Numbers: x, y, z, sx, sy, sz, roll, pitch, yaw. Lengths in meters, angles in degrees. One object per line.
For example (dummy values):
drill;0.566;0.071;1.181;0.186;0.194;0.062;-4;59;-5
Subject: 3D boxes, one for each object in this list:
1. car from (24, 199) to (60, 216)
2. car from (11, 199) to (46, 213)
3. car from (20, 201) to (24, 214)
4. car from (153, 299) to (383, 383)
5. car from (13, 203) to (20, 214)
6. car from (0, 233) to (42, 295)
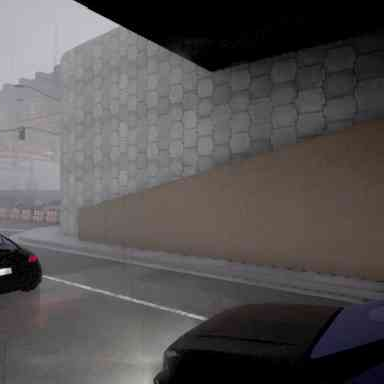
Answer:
car;-12.058;1.295;29.638;4.536;1.218;1.853;0;0;1
car;-15.808;1.295;32.451;1.853;1.218;4.536;0;0;-9
car;-12.110;1.453;29.638;4.974;1.542;2.038;0;0;1
car;2.245;1.547;2.387;5.357;1.411;2.033;0;0;36
car;-15.799;1.453;32.400;2.038;1.542;4.974;0;0;-9
car;-5.394;1.564;7.809;4.181;1.385;1.994;0;0;36
